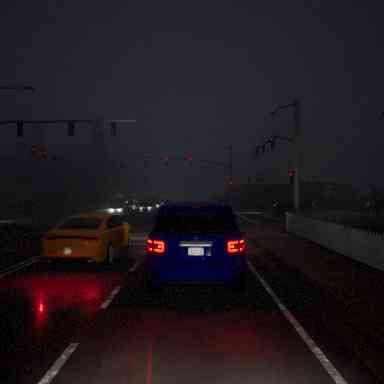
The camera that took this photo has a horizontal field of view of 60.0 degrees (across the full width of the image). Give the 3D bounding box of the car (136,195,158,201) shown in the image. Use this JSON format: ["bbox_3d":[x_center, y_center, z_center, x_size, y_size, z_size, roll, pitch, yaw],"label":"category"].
[{"bbox_3d":[-6.976,1.547,52.198,2.033,1.411,5.357,0,0,0],"label":"car"}]

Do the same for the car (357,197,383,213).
[{"bbox_3d":[20.511,1.352,36.266,4.553,1.767,2.097,0,0,-1],"label":"car"}]

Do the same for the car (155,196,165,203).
[{"bbox_3d":[-6.835,1.524,71.677,1.812,1.442,4.674,0,0,0],"label":"car"}]

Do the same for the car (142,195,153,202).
[{"bbox_3d":[-10.323,1.524,76.935,1.812,1.442,4.674,0,0,0],"label":"car"}]

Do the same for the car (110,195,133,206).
[{"bbox_3d":[-10.486,1.491,48.200,2.128,1.511,4.902,0,0,0],"label":"car"}]

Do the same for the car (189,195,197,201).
[{"bbox_3d":[0.204,1.540,88.979,2.033,1.411,5.357,0,0,0],"label":"car"}]

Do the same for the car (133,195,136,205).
[{"bbox_3d":[-10.447,1.352,57.411,2.097,1.767,4.553,0,0,0],"label":"car"}]

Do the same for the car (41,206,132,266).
[{"bbox_3d":[-3.397,1.478,11.612,1.882,1.535,5.008,0,0,0],"label":"car"}]

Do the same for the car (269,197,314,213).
[{"bbox_3d":[10.730,1.352,36.046,4.553,1.767,2.097,0,0,-1],"label":"car"}]

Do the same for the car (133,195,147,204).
[{"bbox_3d":[-10.366,1.478,66.680,1.882,1.535,5.008,0,0,1],"label":"car"}]

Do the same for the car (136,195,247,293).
[{"bbox_3d":[0.083,1.221,8.990,2.150,2.045,5.566,0,0,0],"label":"car"}]
